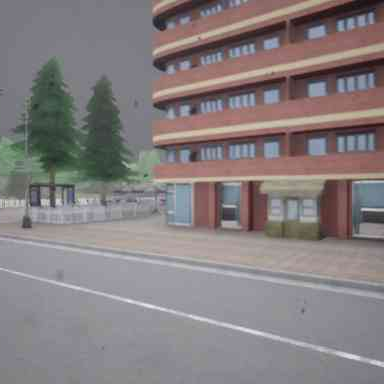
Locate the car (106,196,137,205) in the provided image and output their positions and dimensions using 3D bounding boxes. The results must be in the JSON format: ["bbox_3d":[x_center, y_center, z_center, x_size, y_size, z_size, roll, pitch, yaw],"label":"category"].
[{"bbox_3d":[-11.539,1.372,54.403,2.033,1.411,5.357,0,0,39],"label":"car"}]
